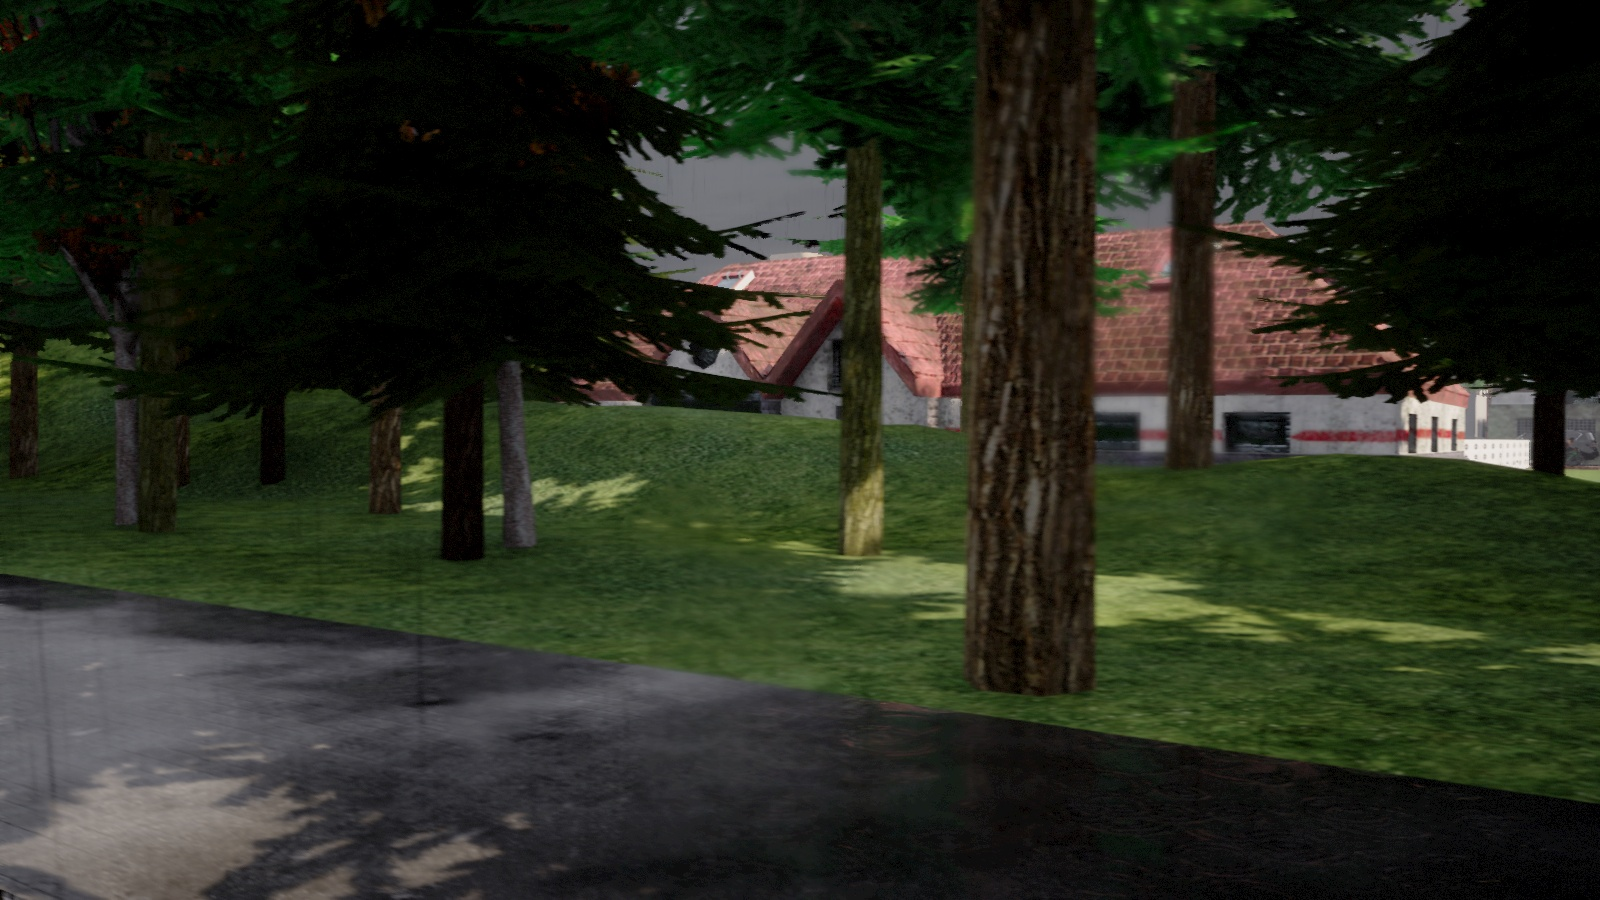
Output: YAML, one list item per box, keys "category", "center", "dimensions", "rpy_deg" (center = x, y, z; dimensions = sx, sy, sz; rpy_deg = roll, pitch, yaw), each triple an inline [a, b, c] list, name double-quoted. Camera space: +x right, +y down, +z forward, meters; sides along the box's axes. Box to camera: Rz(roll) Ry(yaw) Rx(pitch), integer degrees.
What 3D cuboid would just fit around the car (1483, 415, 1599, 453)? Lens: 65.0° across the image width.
- category: "car"
  center: [41.578, -0.888, 70.434]
  dimensions: [5.566, 2.045, 2.150]
  rpy_deg: [0, 1, 34]
